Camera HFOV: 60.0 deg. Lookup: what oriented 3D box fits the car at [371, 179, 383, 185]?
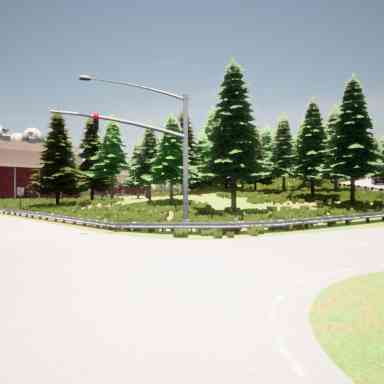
[{"bbox_3d":[29.049,-1.912,51.483,1.837,1.490,4.892,0,5,21],"label":"car"}]
